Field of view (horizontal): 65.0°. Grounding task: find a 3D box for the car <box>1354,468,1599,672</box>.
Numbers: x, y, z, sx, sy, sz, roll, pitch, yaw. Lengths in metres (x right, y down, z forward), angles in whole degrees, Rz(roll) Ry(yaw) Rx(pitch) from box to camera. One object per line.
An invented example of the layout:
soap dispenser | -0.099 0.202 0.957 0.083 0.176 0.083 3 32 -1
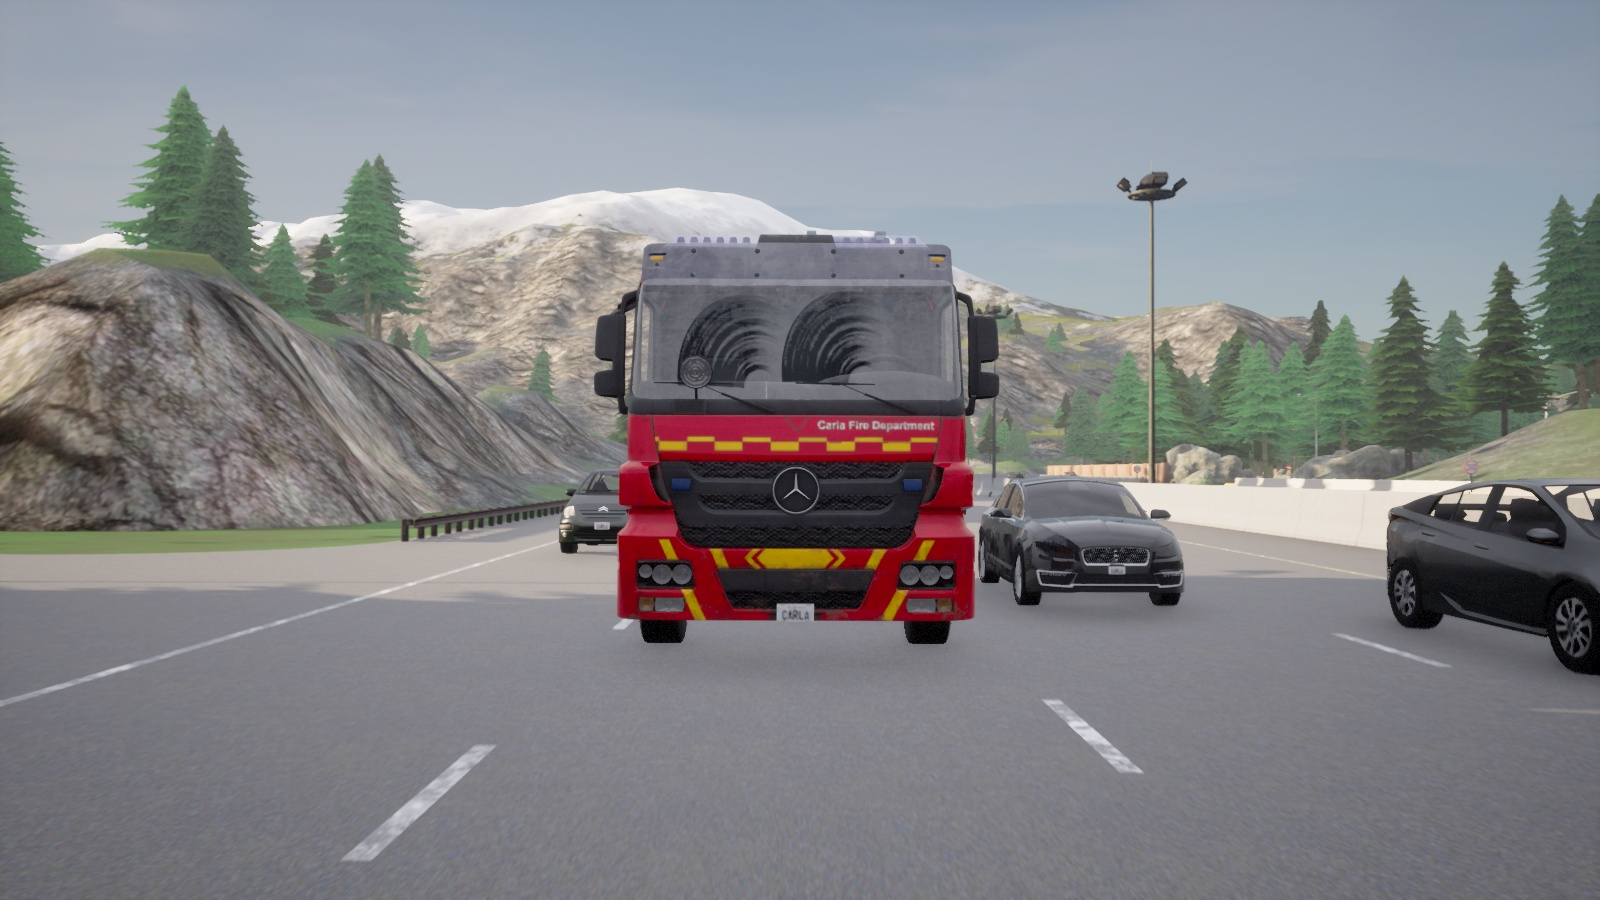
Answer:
car | 6.972 0.922 11.236 2.007 1.525 4.514 0 -1 0

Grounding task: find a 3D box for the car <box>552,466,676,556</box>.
car | -3.560 1.140 24.641 1.851 1.617 3.988 0 -1 0

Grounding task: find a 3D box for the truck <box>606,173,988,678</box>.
truck | -0.038 -0.119 13.776 2.891 3.827 8.468 0 -1 0

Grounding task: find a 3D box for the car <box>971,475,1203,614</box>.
car | 3.461 1.076 16.145 1.837 1.490 4.892 0 -1 0
